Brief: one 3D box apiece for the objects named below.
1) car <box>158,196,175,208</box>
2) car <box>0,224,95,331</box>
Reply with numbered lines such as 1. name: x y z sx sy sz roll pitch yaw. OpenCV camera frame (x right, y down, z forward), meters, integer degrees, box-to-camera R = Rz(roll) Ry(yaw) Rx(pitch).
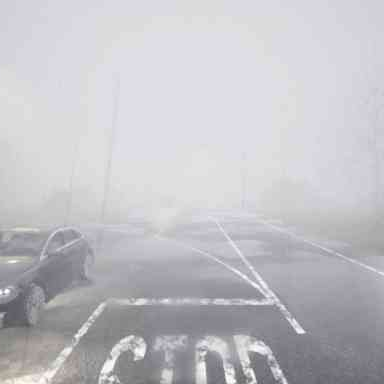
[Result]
1. car: -3.492 1.293 46.626 2.097 1.767 4.553 0 0 0
2. car: -3.513 1.488 7.039 2.128 1.511 4.902 0 0 0
